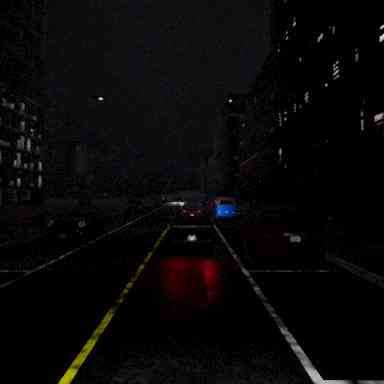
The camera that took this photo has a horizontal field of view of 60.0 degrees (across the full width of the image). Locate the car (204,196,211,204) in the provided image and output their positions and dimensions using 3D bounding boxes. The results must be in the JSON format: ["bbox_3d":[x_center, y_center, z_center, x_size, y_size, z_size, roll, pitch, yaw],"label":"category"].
[{"bbox_3d":[2.701,1.538,39.303,1.887,1.381,4.507,1,0,0],"label":"car"}]

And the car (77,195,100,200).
[{"bbox_3d":[-26.377,1.429,84.912,4.097,1.590,1.967,0,0,1],"label":"car"}]

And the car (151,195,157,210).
[{"bbox_3d":[-5.645,1.433,39.270,1.967,1.590,4.097,1,0,0],"label":"car"}]

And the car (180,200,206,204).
[{"bbox_3d":[0.000,1.615,29.680,1.895,1.301,4.718,0,0,0],"label":"car"}]

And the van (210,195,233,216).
[{"bbox_3d":[2.703,1.339,28.009,1.690,1.788,3.998,1,0,0],"label":"van"}]

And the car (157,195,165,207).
[{"bbox_3d":[-5.647,1.528,50.561,1.887,1.381,4.507,1,0,0],"label":"car"}]

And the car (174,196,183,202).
[{"bbox_3d":[-3.001,1.445,72.889,1.895,1.301,4.718,0,0,0],"label":"car"}]

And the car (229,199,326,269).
[{"bbox_3d":[2.703,1.315,11.070,2.192,1.841,5.009,1,0,0],"label":"car"}]

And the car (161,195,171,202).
[{"bbox_3d":[-5.647,1.501,73.145,1.887,1.381,4.507,1,0,0],"label":"car"}]

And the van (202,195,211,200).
[{"bbox_3d":[2.704,1.325,50.594,1.690,1.788,3.998,1,0,0],"label":"van"}]

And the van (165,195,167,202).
[{"bbox_3d":[-5.644,1.319,56.207,1.690,1.788,3.998,1,0,0],"label":"van"}]

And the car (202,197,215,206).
[{"bbox_3d":[2.701,1.544,56.241,1.947,1.339,4.313,1,0,0],"label":"car"}]

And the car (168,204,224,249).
[{"bbox_3d":[0.000,1.496,14.649,2.128,1.511,4.902,0,0,0],"label":"car"}]

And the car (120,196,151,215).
[{"bbox_3d":[-5.652,1.436,33.624,1.967,1.590,4.097,1,0,0],"label":"car"}]

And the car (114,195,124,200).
[{"bbox_3d":[-19.718,1.622,93.459,4.403,1.369,2.008,0,0,1],"label":"car"}]

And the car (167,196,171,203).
[{"bbox_3d":[-5.645,1.403,67.499,1.967,1.590,4.097,1,0,0],"label":"car"}]

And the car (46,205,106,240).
[{"bbox_3d":[-5.682,1.440,16.686,1.967,1.590,4.097,1,0,0],"label":"car"}]
